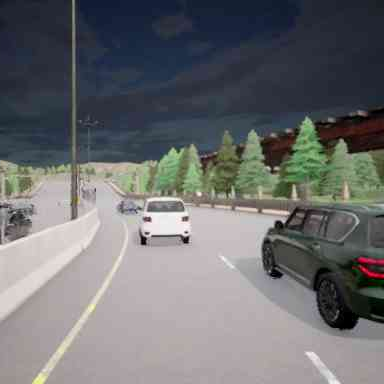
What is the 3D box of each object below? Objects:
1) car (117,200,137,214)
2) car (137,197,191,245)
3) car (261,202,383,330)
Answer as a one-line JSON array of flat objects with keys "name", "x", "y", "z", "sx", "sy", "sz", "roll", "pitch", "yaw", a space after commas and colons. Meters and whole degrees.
[{"name": "car", "x": -7.364, "y": 1.662, "z": 37.845, "sx": 2.033, "sy": 1.411, "sz": 5.357, "roll": 0, "pitch": 0, "yaw": -19}, {"name": "car", "x": -1.450, "y": 1.264, "z": 16.130, "sx": 2.150, "sy": 2.045, "sz": 5.566, "roll": 0, "pitch": 0, "yaw": -9}, {"name": "car", "x": 3.187, "y": 1.219, "z": 7.102, "sx": 2.150, "sy": 2.045, "sz": 5.566, "roll": 0, "pitch": 0, "yaw": -4}]
